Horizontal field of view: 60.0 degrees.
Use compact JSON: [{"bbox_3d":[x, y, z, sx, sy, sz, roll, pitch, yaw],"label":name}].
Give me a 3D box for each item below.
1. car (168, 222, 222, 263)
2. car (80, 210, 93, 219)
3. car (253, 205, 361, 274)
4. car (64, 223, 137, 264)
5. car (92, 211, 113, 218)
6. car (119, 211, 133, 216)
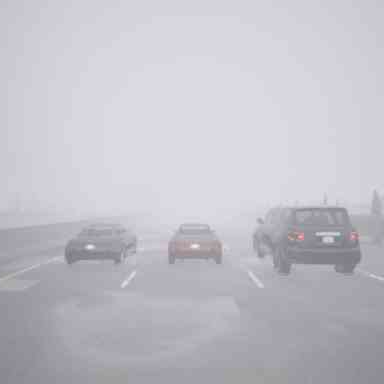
[{"bbox_3d":[0.104,1.909,13.312,1.994,1.385,4.181,0,-3,0],"label":"car"},{"bbox_3d":[-17.760,3.912,57.288,1.837,1.490,4.892,0,-3,-2],"label":"car"},{"bbox_3d":[3.603,1.479,11.460,2.150,2.045,5.566,0,-3,0],"label":"car"},{"bbox_3d":[-3.397,1.900,13.118,1.994,1.385,4.181,0,-3,0],"label":"car"},{"bbox_3d":[-14.130,3.808,53.812,1.994,1.385,4.181,0,-3,-1],"label":"car"},{"bbox_3d":[-10.634,3.783,54.094,1.812,1.442,4.674,0,-3,-1],"label":"car"}]
